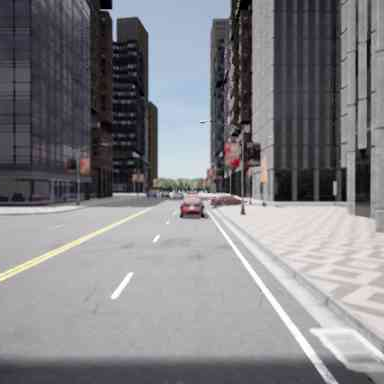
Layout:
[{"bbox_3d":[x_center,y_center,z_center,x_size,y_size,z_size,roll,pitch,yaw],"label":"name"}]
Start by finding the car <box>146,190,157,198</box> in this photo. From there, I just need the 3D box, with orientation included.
[{"bbox_3d":[-9.723,0.451,80.329,2.150,2.045,5.566,0,1,0],"label":"car"}]

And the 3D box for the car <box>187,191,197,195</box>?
[{"bbox_3d":[0.095,0.819,58.232,2.097,1.767,4.553,0,1,0],"label":"car"}]

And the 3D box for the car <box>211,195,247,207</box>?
[{"bbox_3d":[4.621,1.161,41.342,4.674,1.442,1.812,0,-1,-23],"label":"car"}]

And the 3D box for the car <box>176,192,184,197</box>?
[{"bbox_3d":[-3.220,0.707,90.717,1.895,1.301,4.718,0,1,0],"label":"car"}]

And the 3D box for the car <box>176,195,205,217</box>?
[{"bbox_3d":[0.012,1.263,28.070,2.163,1.488,4.792,0,0,0],"label":"car"}]

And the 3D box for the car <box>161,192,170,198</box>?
[{"bbox_3d":[-6.473,0.703,80.359,1.882,1.535,5.008,0,1,0],"label":"car"}]

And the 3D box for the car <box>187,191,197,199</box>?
[{"bbox_3d":[0.026,0.632,75.700,2.097,1.767,4.553,0,1,0],"label":"car"}]

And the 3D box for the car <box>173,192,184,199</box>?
[{"bbox_3d":[-3.224,0.871,75.764,1.895,1.301,4.718,0,1,0],"label":"car"}]
